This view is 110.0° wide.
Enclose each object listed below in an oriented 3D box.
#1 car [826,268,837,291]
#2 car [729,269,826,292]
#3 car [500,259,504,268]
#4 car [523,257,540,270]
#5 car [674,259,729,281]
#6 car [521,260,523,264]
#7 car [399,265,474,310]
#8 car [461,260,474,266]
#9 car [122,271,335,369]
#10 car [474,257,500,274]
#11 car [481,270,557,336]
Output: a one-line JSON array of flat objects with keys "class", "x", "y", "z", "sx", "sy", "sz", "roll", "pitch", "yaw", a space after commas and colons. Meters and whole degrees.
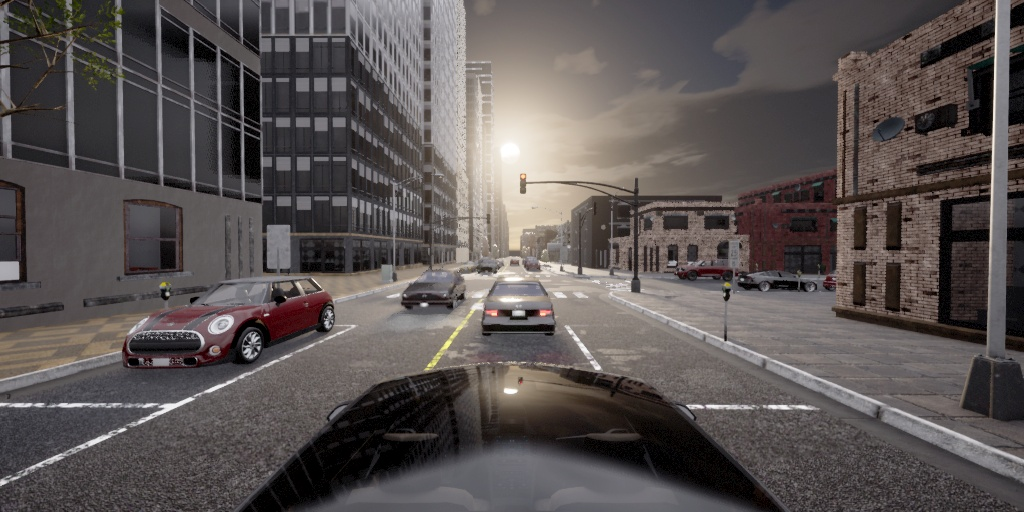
[{"class": "car", "x": 22.097, "y": 1.473, "z": 22.403, "sx": 4.097, "sy": 1.591, "sz": 1.967, "roll": 0, "pitch": 0, "yaw": 1}, {"class": "car", "x": 16.550, "y": 1.546, "z": 22.512, "sx": 4.313, "sy": 1.339, "sz": 1.948, "roll": 0, "pitch": 0, "yaw": 1}, {"class": "car", "x": -2.727, "y": 1.285, "z": 56.107, "sx": 2.033, "sy": 1.411, "sz": 5.357, "roll": 0, "pitch": 0, "yaw": 0}, {"class": "car", "x": 3.023, "y": 1.178, "z": 51.265, "sx": 1.967, "sy": 1.591, "sz": 4.097, "roll": 0, "pitch": 0, "yaw": 0}, {"class": "car", "x": 16.713, "y": 1.164, "z": 30.889, "sx": 5.009, "sy": 1.841, "sz": 2.192, "roll": 0, "pitch": 0, "yaw": 1}, {"class": "car", "x": 3.099, "y": 1.051, "z": 62.553, "sx": 2.192, "sy": 1.841, "sz": 5.009, "roll": 0, "pitch": 0, "yaw": 0}, {"class": "car", "x": -3.015, "y": 1.294, "z": 15.006, "sx": 2.033, "sy": 1.411, "sz": 5.357, "roll": 0, "pitch": 0, "yaw": 0}, {"class": "car", "x": -5.534, "y": 1.265, "z": 45.564, "sx": 1.751, "sy": 1.417, "sz": 4.829, "roll": 0, "pitch": 0, "yaw": 0}, {"class": "car", "x": -5.654, "y": 1.188, "z": 7.786, "sx": 1.967, "sy": 1.591, "sz": 4.097, "roll": 0, "pitch": 0, "yaw": 0}, {"class": "car", "x": -2.770, "y": 1.092, "z": 40.362, "sx": 2.097, "sy": 1.767, "sz": 4.553, "roll": 0, "pitch": 0, "yaw": -1}, {"class": "car", "x": 0.158, "y": 1.295, "z": 10.350, "sx": 2.033, "sy": 1.411, "sz": 5.357, "roll": 0, "pitch": 0, "yaw": 0}]
